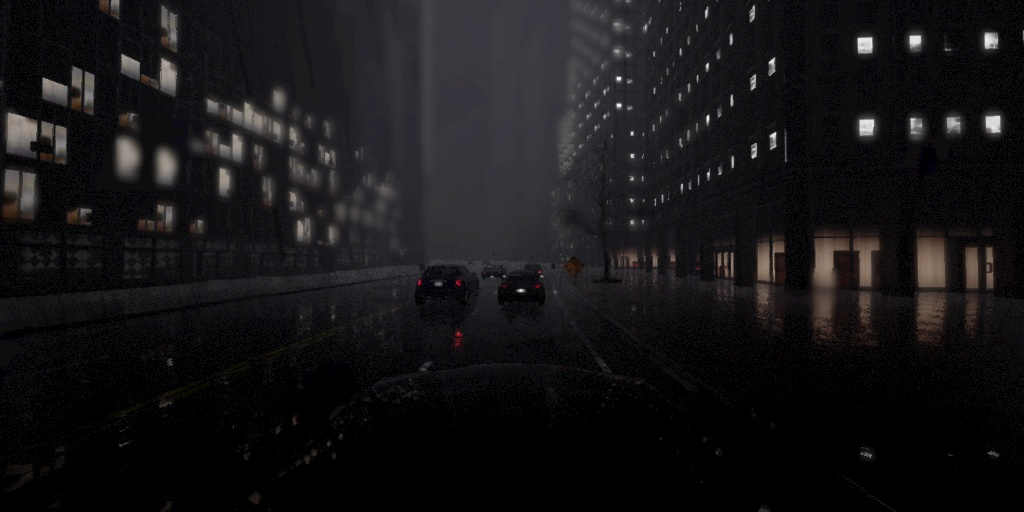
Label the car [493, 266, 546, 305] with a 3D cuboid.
[{"bbox_3d":[0.482,1.329,16.082,1.994,1.385,4.181,0,0,4],"label":"car"}]

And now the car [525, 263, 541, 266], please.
[{"bbox_3d":[1.797,1.329,30.966,2.033,1.411,5.357,0,0,4],"label":"car"}]

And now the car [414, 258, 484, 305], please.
[{"bbox_3d":[-2.764,1.126,16.268,2.097,1.767,4.553,0,0,4],"label":"car"}]

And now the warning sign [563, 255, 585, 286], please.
[{"bbox_3d":[3.794,0.867,21.773,1.300,1.860,1.060,0,0,5],"label":"warning sign"}]

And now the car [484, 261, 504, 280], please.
[{"bbox_3d":[-1.440,1.387,31.251,1.895,1.301,4.718,0,0,4],"label":"car"}]
